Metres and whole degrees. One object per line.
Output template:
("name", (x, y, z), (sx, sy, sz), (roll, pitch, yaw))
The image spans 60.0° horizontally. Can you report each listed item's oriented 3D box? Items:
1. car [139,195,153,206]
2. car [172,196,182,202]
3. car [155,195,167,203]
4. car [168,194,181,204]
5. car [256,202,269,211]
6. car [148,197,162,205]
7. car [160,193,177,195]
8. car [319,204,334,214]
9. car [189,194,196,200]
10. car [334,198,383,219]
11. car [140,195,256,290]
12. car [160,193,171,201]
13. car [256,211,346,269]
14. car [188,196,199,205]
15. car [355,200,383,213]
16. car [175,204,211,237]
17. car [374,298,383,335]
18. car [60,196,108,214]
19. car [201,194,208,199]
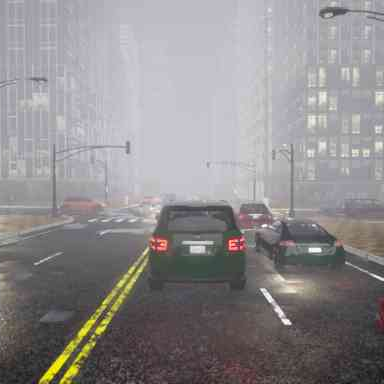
("car", (-6.543, 1.316, 49.968), (2.097, 1.767, 4.553), (0, 0, 1))
("car", (-3.137, 1.532, 71.616), (1.895, 1.301, 4.718), (0, 0, 0))
("car", (-6.390, 1.418, 69.212), (1.882, 1.535, 5.008), (0, 0, 0))
("car", (-3.216, 1.302, 61.563), (2.097, 1.767, 4.553), (0, 0, 0))
("car", (3.381, 1.341, 19.740), (2.097, 1.767, 4.553), (0, 0, 0))
("car", (-6.478, 1.554, 58.958), (1.895, 1.301, 4.718), (0, 0, 0))
("car", (-3.281, 1.183, 51.752), (2.150, 2.045, 5.566), (0, 0, -1))
("car", (16.780, 1.660, 36.197), (5.357, 1.411, 2.033), (0, 1, 1))
("car", (0.146, 1.430, 91.656), (1.812, 1.442, 4.674), (0, 0, 0))
("car", (16.249, 1.517, 30.421), (5.009, 1.841, 2.192), (1, 0, 1))
("car", (0.116, 1.217, 9.198), (2.150, 2.045, 5.566), (0, 0, 0))
("car", (-6.373, 1.151, 79.782), (2.150, 2.045, 5.566), (0, 0, 0))
("car", (3.368, 1.558, 11.127), (1.994, 1.385, 4.181), (0, 0, 0))
("car", (0.188, 1.481, 56.850), (1.812, 1.442, 4.674), (0, 0, 0))
("car", (21.871, 1.641, 38.698), (4.829, 1.417, 1.752), (1, 0, 1))
("car", (0.127, 1.515, 18.880), (1.812, 1.442, 4.674), (0, 0, 2))
("car", (3.354, 1.600, 2.302), (1.895, 1.301, 4.718), (0, 0, 0))
("car", (-10.999, 1.259, 34.109), (4.553, 1.767, 2.097), (0, 1, -8))
("car", (3.397, 1.216, 91.648), (1.882, 1.535, 5.008), (0, 0, 0))
